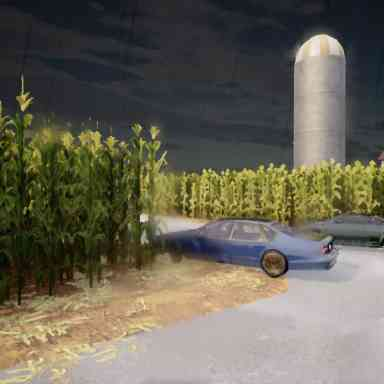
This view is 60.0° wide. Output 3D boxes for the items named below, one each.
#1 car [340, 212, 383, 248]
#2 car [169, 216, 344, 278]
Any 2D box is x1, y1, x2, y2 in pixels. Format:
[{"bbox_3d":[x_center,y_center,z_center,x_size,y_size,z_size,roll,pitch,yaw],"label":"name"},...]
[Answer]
[{"bbox_3d":[6.375,1.514,13.329,4.181,1.385,1.994,0,0,27],"label":"car"},{"bbox_3d":[1.349,1.442,9.765,5.357,1.411,2.033,0,0,30],"label":"car"}]
